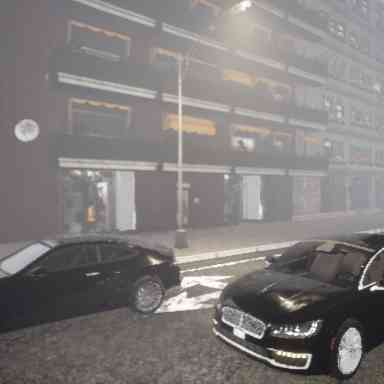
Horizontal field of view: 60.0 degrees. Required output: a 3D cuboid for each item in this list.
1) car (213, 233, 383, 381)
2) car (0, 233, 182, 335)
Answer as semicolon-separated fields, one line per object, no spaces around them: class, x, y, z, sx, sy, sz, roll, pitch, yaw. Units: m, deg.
car;2.550;1.508;5.563;4.892;1.490;1.837;0;0;-36
car;-2.360;1.529;6.040;4.674;1.442;1.812;0;0;-36
